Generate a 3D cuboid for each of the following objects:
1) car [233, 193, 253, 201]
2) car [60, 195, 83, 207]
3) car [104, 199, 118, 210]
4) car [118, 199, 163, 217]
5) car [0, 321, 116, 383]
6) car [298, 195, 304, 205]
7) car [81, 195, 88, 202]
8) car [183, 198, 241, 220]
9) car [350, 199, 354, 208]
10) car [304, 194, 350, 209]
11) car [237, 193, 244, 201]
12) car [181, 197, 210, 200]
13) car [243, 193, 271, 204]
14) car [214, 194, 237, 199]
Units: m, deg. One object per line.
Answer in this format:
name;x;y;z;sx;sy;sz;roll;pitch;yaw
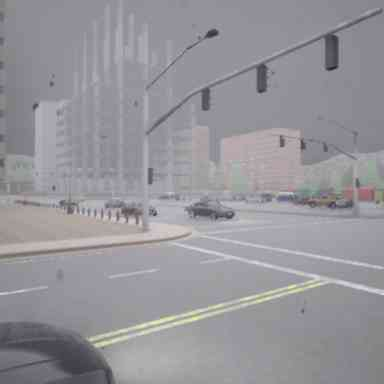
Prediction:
car;12.077;1.170;78.848;1.932;1.855;4.605;0;0;-36
car;-18.418;1.569;49.875;1.994;1.385;4.181;0;0;-35
car;-10.086;1.569;44.211;1.994;1.385;4.181;0;0;-36
car;-4.893;1.568;30.962;1.994;1.385;4.181;0;0;-36
car;-2.826;1.505;1.781;4.892;1.490;1.837;0;0;-35
car;25.338;1.171;69.803;1.932;1.855;4.605;0;0;-36
car;-19.300;1.137;57.206;1.882;1.535;5.008;0;0;-36
car;1.543;1.509;28.001;1.837;1.490;4.892;0;0;-36
car;19.560;1.168;44.129;1.905;1.878;3.866;0;0;-36
car;17.172;1.165;42.494;1.932;1.855;4.605;0;0;-36
car;9.921;1.379;77.250;1.784;1.438;3.905;0;0;-36
car;1.043;1.570;34.990;1.994;1.385;4.181;0;0;-35
car;11.628;1.408;59.924;1.970;1.475;3.806;0;0;-36
car;7.563;1.410;75.571;1.970;1.475;3.806;0;0;-36
